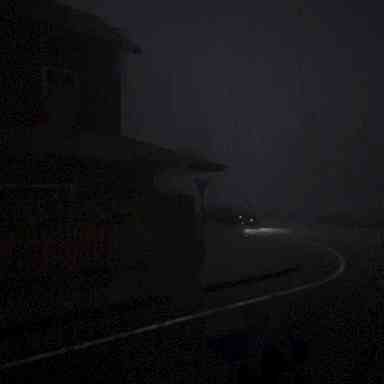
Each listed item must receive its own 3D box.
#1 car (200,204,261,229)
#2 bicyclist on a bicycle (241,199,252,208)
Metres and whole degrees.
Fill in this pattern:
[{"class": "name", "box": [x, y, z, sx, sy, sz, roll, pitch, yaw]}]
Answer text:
[{"class": "car", "box": [2.351, 1.469, 21.115, 1.994, 1.385, 4.181, 0, 0, -35]}, {"class": "bicyclist on a bicycle", "box": [4.919, 1.435, 29.795, 1.656, 1.620, 0.582, 3, -2, -35]}]
